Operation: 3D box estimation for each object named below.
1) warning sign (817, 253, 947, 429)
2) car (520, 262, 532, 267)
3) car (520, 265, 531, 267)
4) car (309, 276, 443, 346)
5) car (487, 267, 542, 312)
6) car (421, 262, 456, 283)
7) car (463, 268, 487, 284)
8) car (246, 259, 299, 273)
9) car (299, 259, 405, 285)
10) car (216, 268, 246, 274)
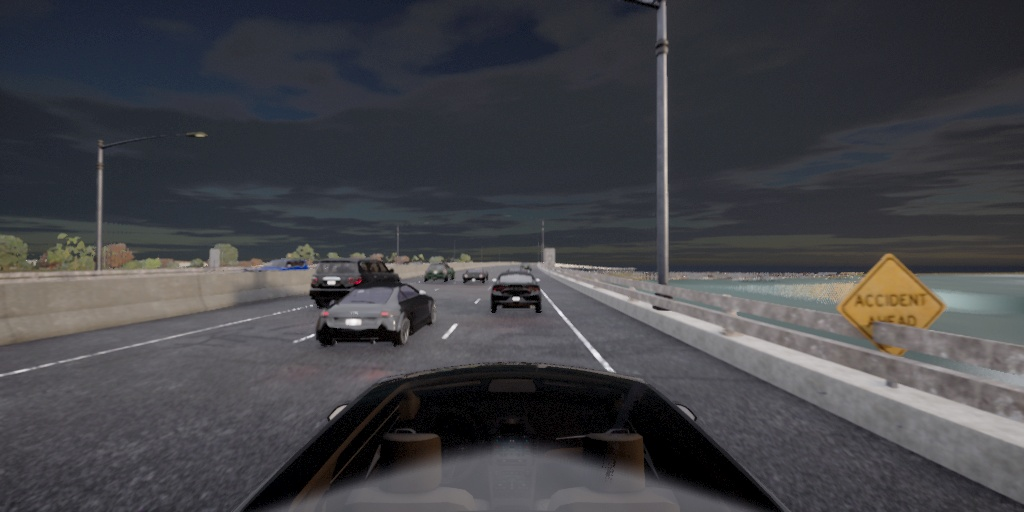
[{"bbox_3d":[4.553,0.895,4.292,1.300,1.860,1.060,0,0,0],"label":"warning sign"},{"bbox_3d":[2.433,1.858,63.800,2.097,1.767,4.553,0,-1,2],"label":"car"},{"bbox_3d":[0.406,1.705,31.803,1.895,1.301,4.718,0,-1,1],"label":"car"},{"bbox_3d":[-3.382,1.406,9.700,1.994,1.385,4.181,0,-1,1],"label":"car"},{"bbox_3d":[0.171,1.381,15.045,1.882,1.535,5.008,0,-1,1],"label":"car"},{"bbox_3d":[-6.565,1.474,33.177,2.097,1.767,4.553,0,-1,1],"label":"car"},{"bbox_3d":[-3.094,1.704,31.643,1.895,1.301,4.718,0,-1,1],"label":"car"},{"bbox_3d":[-20.777,1.334,32.539,2.150,2.045,5.566,0,0,1],"label":"car"},{"bbox_3d":[-6.817,1.140,16.271,2.150,2.045,5.566,0,-1,1],"label":"car"},{"bbox_3d":[-24.277,1.716,32.499,1.895,1.301,4.718,0,-1,1],"label":"car"}]
